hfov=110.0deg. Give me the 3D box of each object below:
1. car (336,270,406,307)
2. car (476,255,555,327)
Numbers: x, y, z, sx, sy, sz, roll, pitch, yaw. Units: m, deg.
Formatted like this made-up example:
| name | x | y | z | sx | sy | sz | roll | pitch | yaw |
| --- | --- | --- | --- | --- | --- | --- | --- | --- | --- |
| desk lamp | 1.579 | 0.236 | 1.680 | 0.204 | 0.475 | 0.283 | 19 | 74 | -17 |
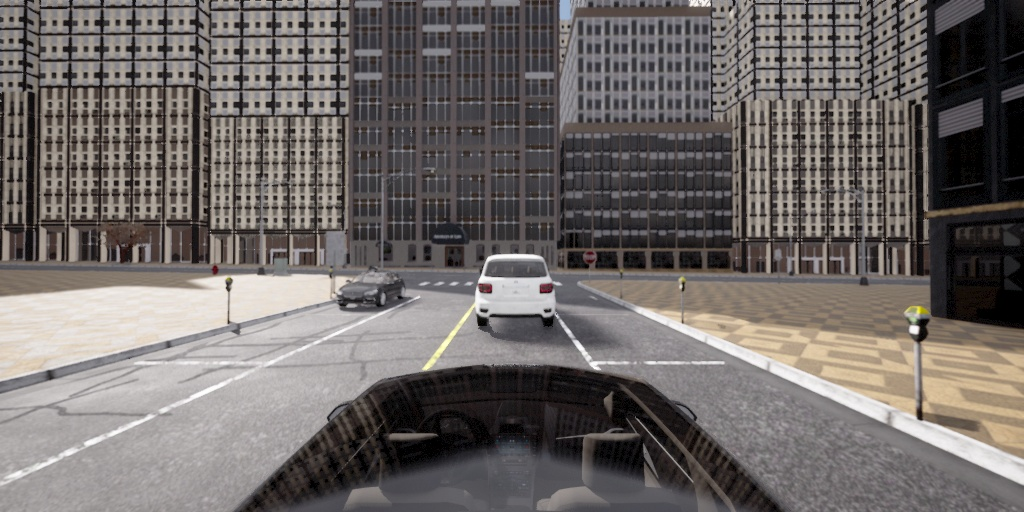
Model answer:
| name | x | y | z | sx | sy | sz | roll | pitch | yaw |
| --- | --- | --- | --- | --- | --- | --- | --- | --- | --- |
| car | -5.845 | 1.294 | 15.306 | 2.007 | 1.370 | 4.403 | 0 | 0 | 0 |
| car | 0.084 | 0.969 | 11.658 | 2.150 | 2.045 | 5.566 | 0 | 0 | 0 |
